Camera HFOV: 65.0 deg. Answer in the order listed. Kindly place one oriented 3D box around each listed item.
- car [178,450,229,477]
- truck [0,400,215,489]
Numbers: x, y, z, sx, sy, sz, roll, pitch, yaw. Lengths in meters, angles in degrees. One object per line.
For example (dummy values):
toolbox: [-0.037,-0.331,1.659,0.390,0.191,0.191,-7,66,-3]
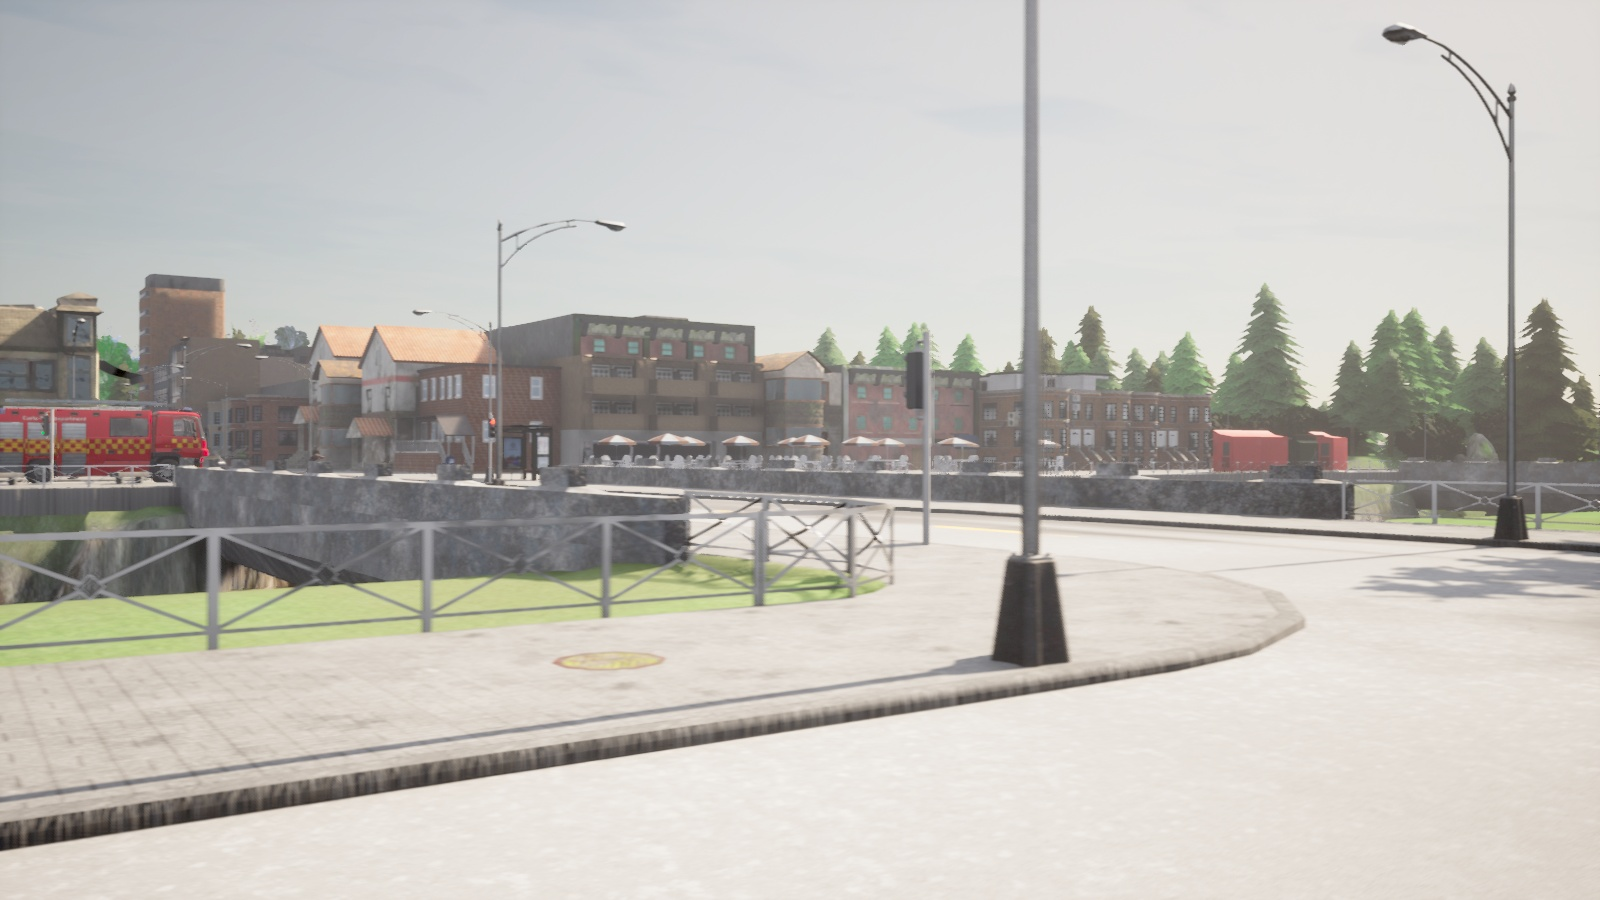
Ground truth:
car: [-38.589,0.870,81.151,2.242,1.667,4.611,0,0,-35]
truck: [-31.584,-0.213,57.406,8.468,3.827,2.891,0,0,-33]
